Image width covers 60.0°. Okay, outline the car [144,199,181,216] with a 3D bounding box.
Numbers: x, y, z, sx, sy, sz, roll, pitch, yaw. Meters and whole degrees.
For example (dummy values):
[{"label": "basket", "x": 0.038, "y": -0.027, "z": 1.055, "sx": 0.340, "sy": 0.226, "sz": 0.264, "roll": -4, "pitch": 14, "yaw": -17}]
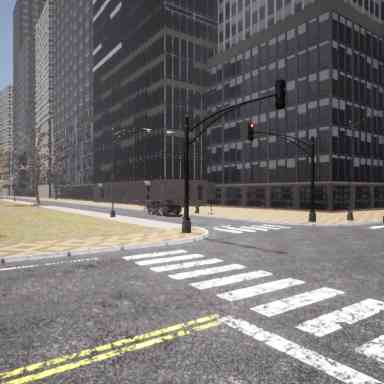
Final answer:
[{"label": "car", "x": -2.954, "y": 1.506, "z": 32.740, "sx": 1.837, "sy": 1.490, "sz": 4.892, "roll": 0, "pitch": 0, "yaw": -35}]
